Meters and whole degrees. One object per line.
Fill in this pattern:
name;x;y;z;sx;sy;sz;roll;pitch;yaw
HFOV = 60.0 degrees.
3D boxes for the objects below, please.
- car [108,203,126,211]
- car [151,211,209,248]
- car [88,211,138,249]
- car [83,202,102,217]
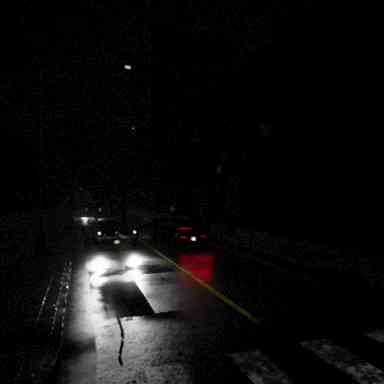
car;-9.405;2.187;41.542;1.882;1.535;5.008;0;-1;-19
car;-0.714;1.701;15.973;1.837;1.490;4.892;0;-1;-19
car;-3.809;1.807;15.910;1.895;1.301;4.718;0;-1;-19
car;-12.122;2.054;40.599;2.097;1.767;4.553;0;-1;-18
